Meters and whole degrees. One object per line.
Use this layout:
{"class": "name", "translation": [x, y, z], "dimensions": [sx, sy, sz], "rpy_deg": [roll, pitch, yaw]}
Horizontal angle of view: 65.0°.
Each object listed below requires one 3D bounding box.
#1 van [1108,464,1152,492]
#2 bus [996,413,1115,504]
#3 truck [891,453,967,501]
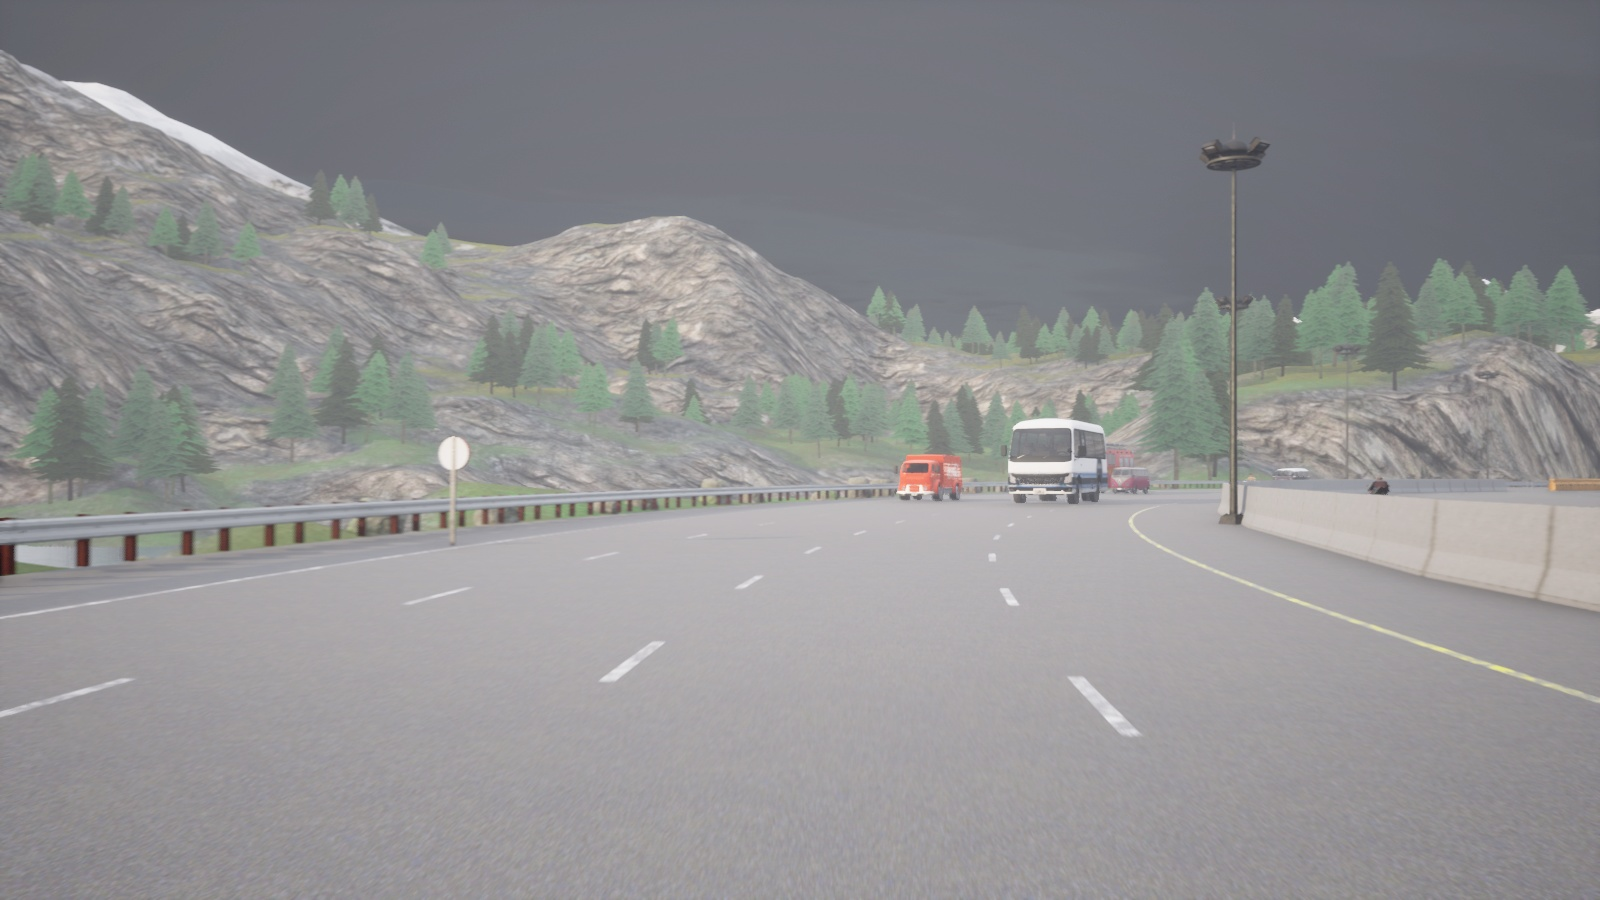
{"class": "van", "translation": [24.371, 2.073, 92.591], "dimensions": [1.775, 1.987, 4.442], "rpy_deg": [-1, -1, 33]}
{"class": "bus", "translation": [13.273, 0.490, 64.334], "dimensions": [3.944, 4.253, 10.273], "rpy_deg": [-1, -1, 23]}
{"class": "truck", "translation": [6.954, 1.440, 67.289], "dimensions": [2.627, 2.467, 5.204], "rpy_deg": [-1, -1, 23]}
